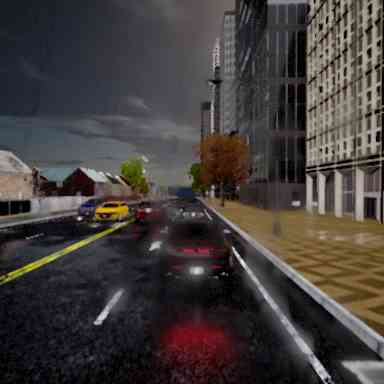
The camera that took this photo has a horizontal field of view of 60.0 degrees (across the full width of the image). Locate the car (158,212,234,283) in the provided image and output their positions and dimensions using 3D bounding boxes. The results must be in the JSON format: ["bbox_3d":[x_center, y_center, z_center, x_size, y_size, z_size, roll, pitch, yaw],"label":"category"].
[{"bbox_3d":[0.100,1.520,9.705,1.837,1.490,4.892,0,-1,0],"label":"car"}]

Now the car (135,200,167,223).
[{"bbox_3d":[-3.148,1.414,26.229,2.097,1.767,4.553,0,0,0],"label":"car"}]

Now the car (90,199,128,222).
[{"bbox_3d":[-6.561,1.544,27.538,1.882,1.535,5.008,0,0,0],"label":"car"}]

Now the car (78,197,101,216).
[{"bbox_3d":[-9.764,1.435,33.294,2.097,1.767,4.553,0,0,0],"label":"car"}]

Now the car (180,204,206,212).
[{"bbox_3d":[0.101,1.607,25.184,2.033,1.411,5.357,0,0,0],"label":"car"}]
